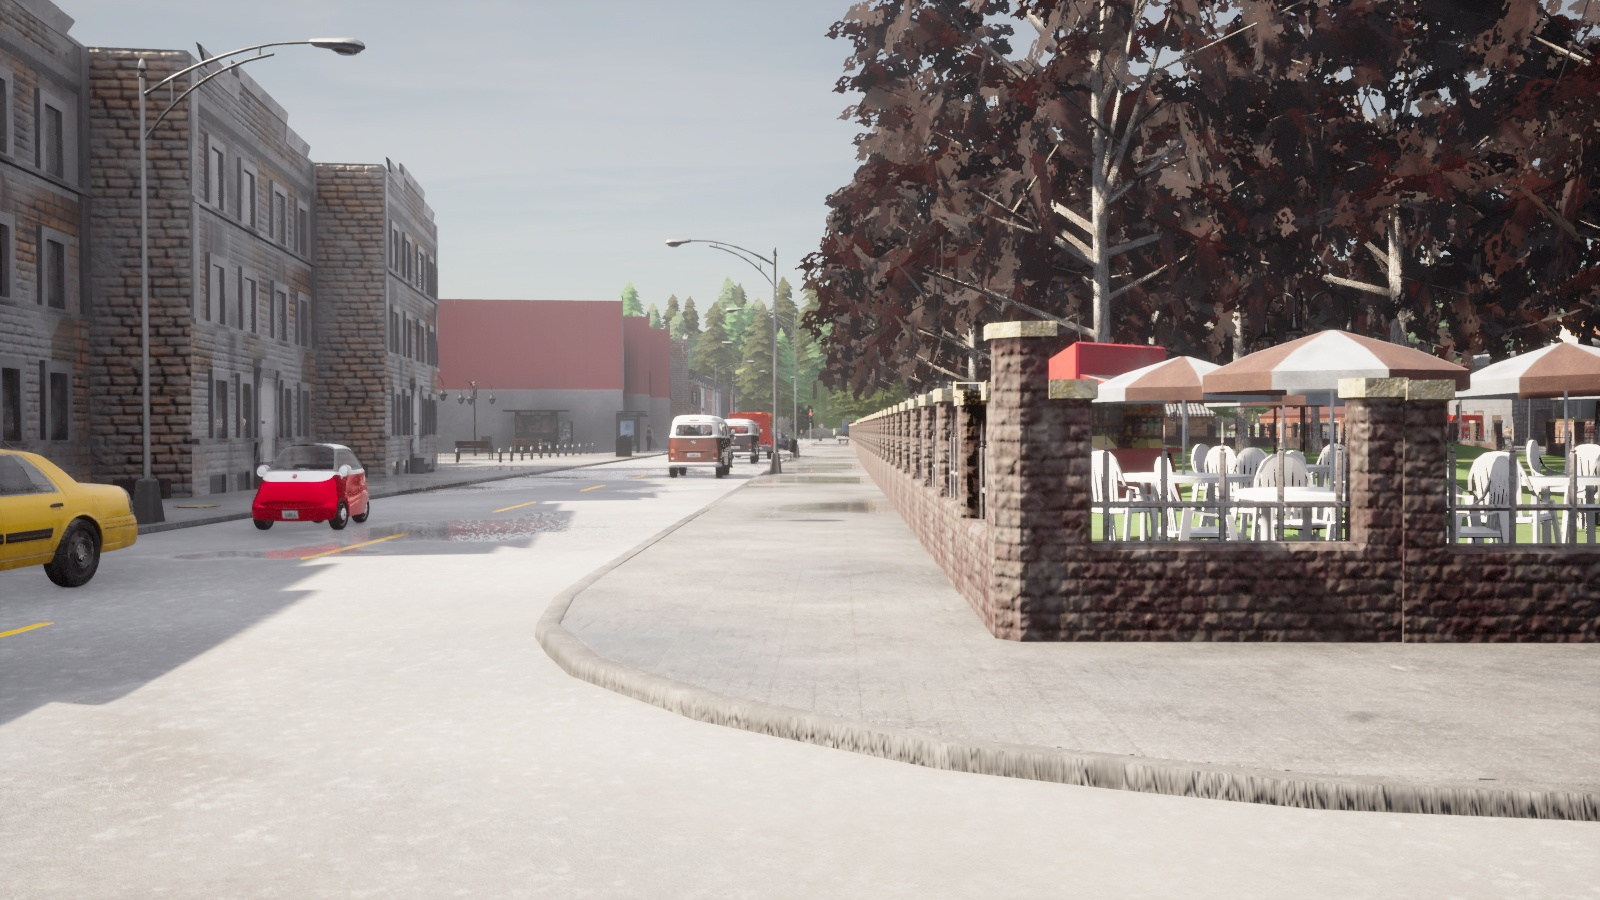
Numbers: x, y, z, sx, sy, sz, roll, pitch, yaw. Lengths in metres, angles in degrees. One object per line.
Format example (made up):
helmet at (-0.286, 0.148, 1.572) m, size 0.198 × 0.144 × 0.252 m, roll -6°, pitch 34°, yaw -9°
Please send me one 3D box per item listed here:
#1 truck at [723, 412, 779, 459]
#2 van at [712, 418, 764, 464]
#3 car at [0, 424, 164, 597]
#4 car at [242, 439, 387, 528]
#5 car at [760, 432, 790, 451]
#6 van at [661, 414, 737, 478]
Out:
truck at (-2.576, -0.800, 67.840) m, size 2.627 × 2.467 × 5.204 m, roll 0°, pitch 1°, yaw 2°
van at (-2.849, -0.436, 58.503) m, size 2.069 × 2.038 × 4.480 m, roll 0°, pitch 1°, yaw 2°
car at (-8.169, 0.541, 11.559) m, size 1.801 × 1.575 × 5.366 m, roll 0°, pitch 1°, yaw 1°
car at (-7.916, 0.507, 20.637) m, size 1.481 × 1.376 × 2.207 m, roll 0°, pitch 1°, yaw 2°
car at (-1.833, -0.678, 93.784) m, size 1.994 × 1.385 × 4.181 m, roll 0°, pitch 1°, yaw 2°
van at (-3.314, -0.163, 42.013) m, size 2.069 × 2.038 × 4.480 m, roll 0°, pitch 1°, yaw 2°
